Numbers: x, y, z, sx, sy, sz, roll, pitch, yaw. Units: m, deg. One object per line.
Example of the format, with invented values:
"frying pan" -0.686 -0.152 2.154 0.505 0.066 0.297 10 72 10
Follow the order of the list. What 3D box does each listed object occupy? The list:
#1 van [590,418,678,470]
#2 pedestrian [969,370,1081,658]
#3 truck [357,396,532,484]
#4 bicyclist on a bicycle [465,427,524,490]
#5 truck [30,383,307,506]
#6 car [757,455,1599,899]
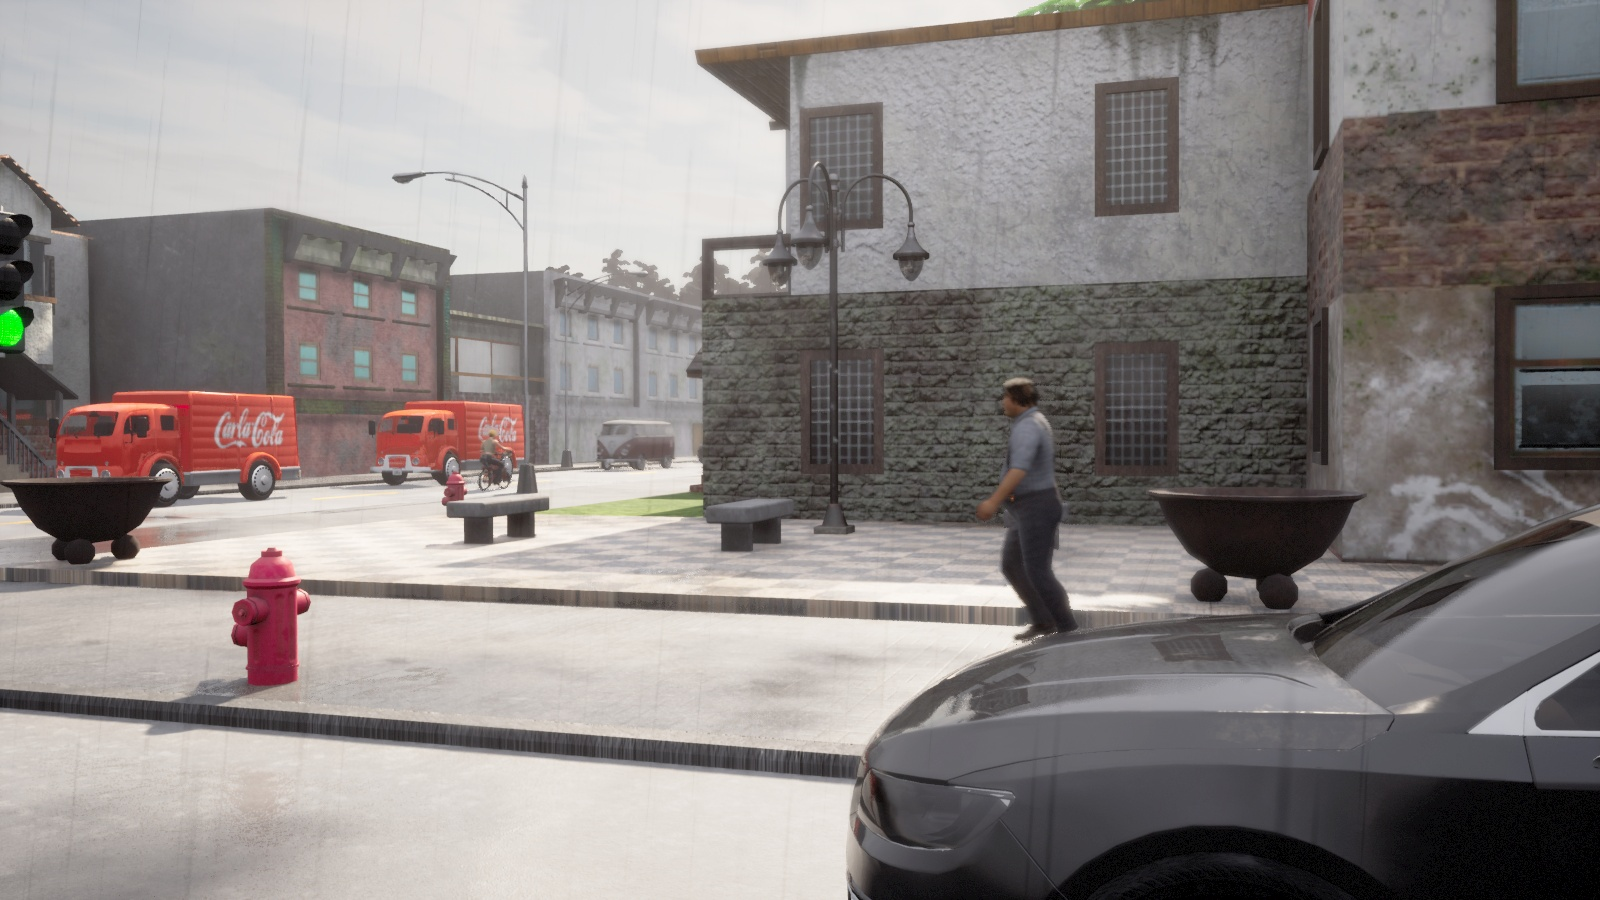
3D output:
"van" -6.607 -0.254 50.465 1.775 1.987 4.442 1 1 18
"pedestrian" 1.513 0.407 8.411 0.694 1.848 0.540 0 1 14
"truck" -10.606 -0.300 37.972 2.627 2.467 5.204 1 0 18
"bicyclist on a bicycle" -8.012 0.205 32.991 0.866 1.612 1.509 0 1 18
"truck" -13.828 -0.159 27.943 2.627 2.467 5.204 0 1 17
"car" 2.517 0.795 2.879 4.892 1.490 1.837 1 1 17
